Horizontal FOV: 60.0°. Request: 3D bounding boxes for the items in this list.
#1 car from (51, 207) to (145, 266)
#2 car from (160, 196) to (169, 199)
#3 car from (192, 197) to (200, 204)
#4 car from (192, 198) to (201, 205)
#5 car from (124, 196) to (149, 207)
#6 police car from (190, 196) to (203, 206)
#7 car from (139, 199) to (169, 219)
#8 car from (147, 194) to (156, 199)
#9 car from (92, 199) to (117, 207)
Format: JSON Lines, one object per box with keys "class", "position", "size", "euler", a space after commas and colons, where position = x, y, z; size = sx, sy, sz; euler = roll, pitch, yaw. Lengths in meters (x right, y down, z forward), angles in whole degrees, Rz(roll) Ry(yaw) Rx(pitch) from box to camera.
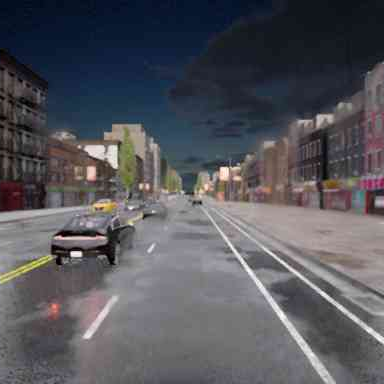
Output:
{"class": "car", "position": [-3.147, 1.487, 11.481], "size": [2.128, 1.511, 4.902], "euler": [0, 0, 0]}
{"class": "car", "position": [-6.475, 1.578, 79.051], "size": [2.097, 1.767, 4.553], "euler": [0, -1, 0]}
{"class": "car", "position": [1.000, 2.052, 78.359], "size": [1.801, 1.575, 5.366], "euler": [0, -1, 0]}
{"class": "car", "position": [0.998, 2.003, 72.167], "size": [1.837, 1.490, 4.892], "euler": [0, -1, 0]}
{"class": "car", "position": [-6.575, 1.562, 38.169], "size": [2.128, 1.511, 4.902], "euler": [0, 0, 0]}
{"class": "police car", "position": [0.995, 1.780, 62.279], "size": [1.930, 1.638, 5.238], "euler": [0, -1, 0]}
{"class": "car", "position": [-3.143, 1.605, 29.286], "size": [1.994, 1.385, 4.181], "euler": [0, 0, 0]}
{"class": "car", "position": [-9.725, 1.447, 78.994], "size": [2.150, 2.045, 5.566], "euler": [0, -1, 0]}
{"class": "car", "position": [-9.828, 1.545, 37.637], "size": [1.882, 1.535, 5.008], "euler": [0, 0, 0]}
